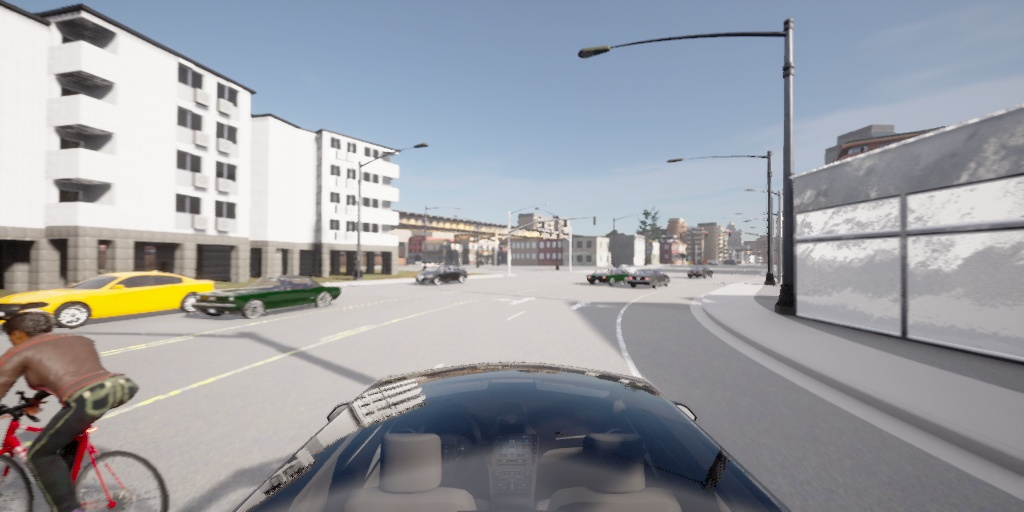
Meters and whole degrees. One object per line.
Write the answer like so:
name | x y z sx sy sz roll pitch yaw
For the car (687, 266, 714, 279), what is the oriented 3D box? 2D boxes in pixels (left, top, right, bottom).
car | 21.868 1.875 41.620 2.033 1.411 5.357 0 -1 40

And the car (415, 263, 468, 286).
car | -5.572 1.520 28.855 2.128 1.511 4.902 0 -1 33

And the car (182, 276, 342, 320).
car | -8.723 1.429 13.265 1.895 1.301 4.718 0 -1 16

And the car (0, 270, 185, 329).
car | -12.680 1.262 11.723 1.882 1.535 5.008 0 -1 13

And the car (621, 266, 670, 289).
car | 10.450 1.660 27.291 2.033 1.411 5.357 0 -1 38

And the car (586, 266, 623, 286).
car | 8.041 1.728 29.867 1.895 1.301 4.718 0 -1 38

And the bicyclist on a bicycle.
bicyclist on a bicycle | -3.103 1.194 2.420 1.656 1.620 0.582 -2 -1 3
